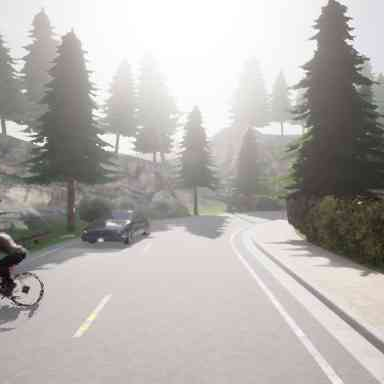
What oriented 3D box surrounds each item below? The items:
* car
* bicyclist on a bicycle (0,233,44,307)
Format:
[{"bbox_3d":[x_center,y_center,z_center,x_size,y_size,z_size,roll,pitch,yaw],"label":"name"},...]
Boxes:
[{"bbox_3d":[-3.359,1.547,16.003,2.033,1.411,5.357,0,0,7],"label":"car"},{"bbox_3d":[-3.718,1.455,6.455,1.656,1.620,0.582,-2,0,0],"label":"bicyclist on a bicycle"}]
